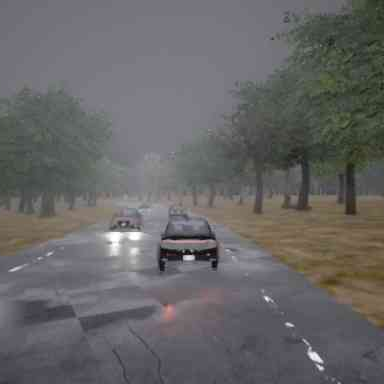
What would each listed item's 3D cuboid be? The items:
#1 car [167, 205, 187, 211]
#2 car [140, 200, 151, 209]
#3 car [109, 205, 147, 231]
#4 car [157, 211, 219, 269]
[{"bbox_3d":[-1.501,2.000,33.983,2.033,1.411,5.357,0,-1,-5],"label":"car"},{"bbox_3d":[-8.963,2.361,63.828,2.097,1.767,4.553,0,-1,-9],"label":"car"},{"bbox_3d":[-4.378,1.844,22.711,1.994,1.385,4.181,0,-1,-4],"label":"car"},{"bbox_3d":[-0.162,1.626,11.600,2.128,1.511,4.902,0,-1,-2],"label":"car"}]
